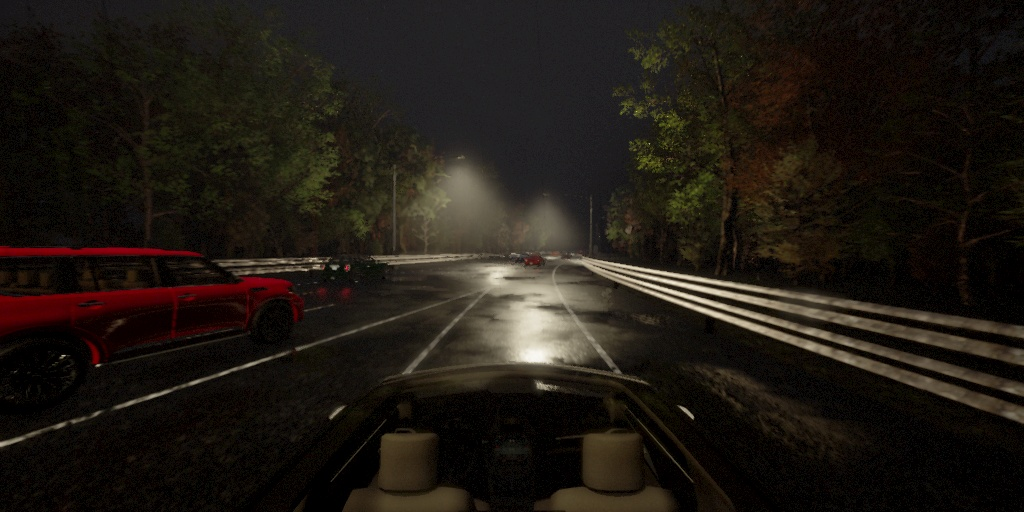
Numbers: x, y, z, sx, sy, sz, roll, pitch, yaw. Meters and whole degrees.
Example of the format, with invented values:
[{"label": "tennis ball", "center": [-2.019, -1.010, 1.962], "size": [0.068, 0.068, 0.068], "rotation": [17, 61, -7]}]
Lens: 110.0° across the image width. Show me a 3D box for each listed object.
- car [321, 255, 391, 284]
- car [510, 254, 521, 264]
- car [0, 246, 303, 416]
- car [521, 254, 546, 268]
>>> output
[{"label": "car", "center": [-9.512, 0.688, 22.327], "size": [2.097, 1.767, 4.553], "rotation": [1, 1, 14]}, {"label": "car", "center": [1.780, 0.431, 52.552], "size": [2.033, 1.411, 5.357], "rotation": [1, 1, 14]}, {"label": "car", "center": [-6.420, 0.866, 6.109], "size": [2.150, 2.045, 5.566], "rotation": [1, 1, 14]}, {"label": "car", "center": [2.710, 0.616, 42.001], "size": [1.812, 1.442, 4.674], "rotation": [1, 1, 14]}]
